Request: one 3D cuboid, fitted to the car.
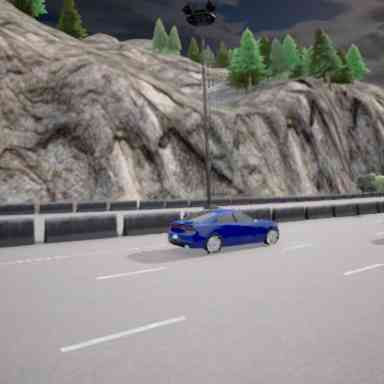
[{"bbox_3d":[1.415,1.438,13.354,5.008,1.535,1.882,0,0,-35],"label":"car"}]
